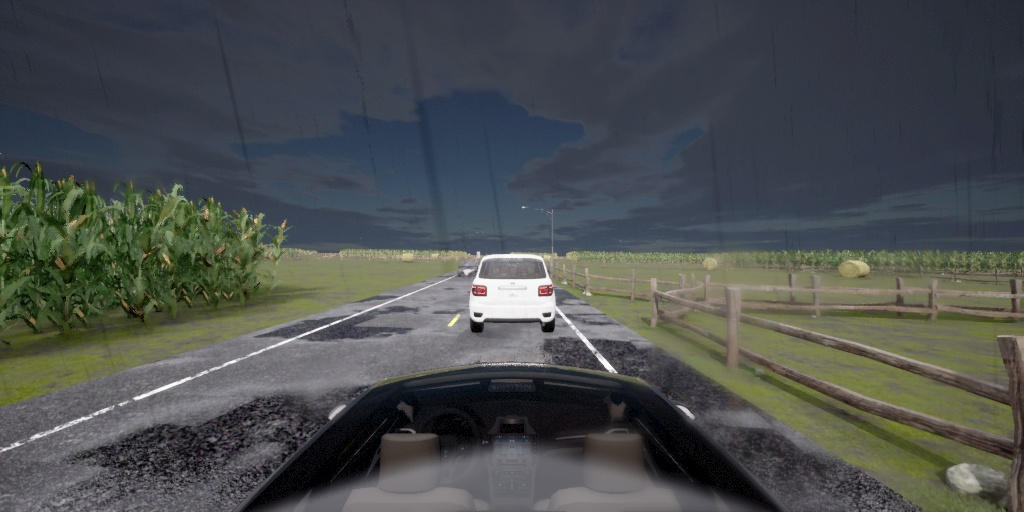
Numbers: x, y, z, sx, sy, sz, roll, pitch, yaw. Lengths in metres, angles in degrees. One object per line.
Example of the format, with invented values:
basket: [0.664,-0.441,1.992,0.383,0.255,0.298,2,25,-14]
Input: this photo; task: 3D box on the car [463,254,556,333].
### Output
car: [0.016,0.972,10.909,2.150,2.045,5.566,0,0,0]

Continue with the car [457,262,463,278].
car: [-3.947,1.227,33.421,2.128,1.511,4.902,0,0,-1]
